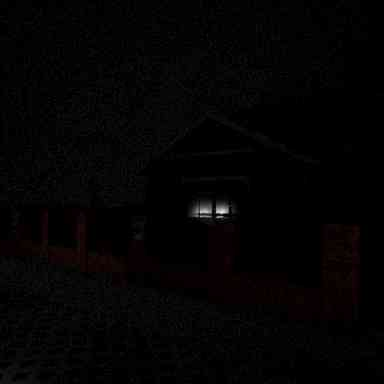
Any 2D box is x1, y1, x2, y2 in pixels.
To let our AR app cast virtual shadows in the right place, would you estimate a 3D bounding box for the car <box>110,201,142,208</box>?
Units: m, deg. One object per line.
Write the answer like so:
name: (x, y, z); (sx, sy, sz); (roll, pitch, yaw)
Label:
car: (-6.086, 1.628, 29.020); (2.097, 1.767, 4.553); (-1, -1, 35)
